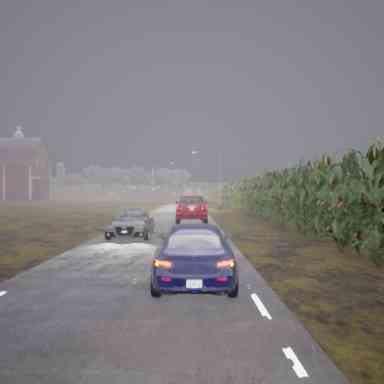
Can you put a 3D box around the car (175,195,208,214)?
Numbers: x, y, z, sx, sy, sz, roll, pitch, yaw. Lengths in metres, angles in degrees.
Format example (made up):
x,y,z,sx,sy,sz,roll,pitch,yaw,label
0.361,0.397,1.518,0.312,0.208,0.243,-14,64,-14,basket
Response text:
x,y,z,sx,sy,sz,roll,pitch,yaw,label
-0.046,1.205,24.028,2.150,2.045,5.566,0,0,-1,car

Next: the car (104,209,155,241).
x,y,z,sx,sy,sz,roll,pitch,yaw,label
-2.944,1.538,16.443,1.994,1.385,4.181,0,0,0,car

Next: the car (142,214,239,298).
x,y,z,sx,sy,sz,roll,pitch,yaw,label
0.061,1.510,8.384,1.812,1.442,4.674,0,0,0,car
